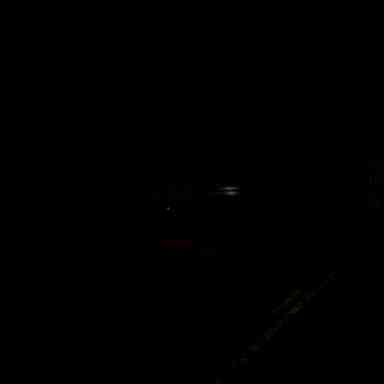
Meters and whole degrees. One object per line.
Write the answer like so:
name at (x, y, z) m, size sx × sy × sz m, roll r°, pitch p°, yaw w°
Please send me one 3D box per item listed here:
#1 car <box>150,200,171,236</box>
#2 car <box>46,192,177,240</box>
car at (-2.821, 1.016, 8.616) m, size 1.882 × 1.535 × 5.008 m, roll 3°, pitch 3°, yaw 36°
car at (-3.123, 0.834, 14.176) m, size 2.033 × 1.411 × 5.357 m, roll 3°, pitch 3°, yaw 36°
